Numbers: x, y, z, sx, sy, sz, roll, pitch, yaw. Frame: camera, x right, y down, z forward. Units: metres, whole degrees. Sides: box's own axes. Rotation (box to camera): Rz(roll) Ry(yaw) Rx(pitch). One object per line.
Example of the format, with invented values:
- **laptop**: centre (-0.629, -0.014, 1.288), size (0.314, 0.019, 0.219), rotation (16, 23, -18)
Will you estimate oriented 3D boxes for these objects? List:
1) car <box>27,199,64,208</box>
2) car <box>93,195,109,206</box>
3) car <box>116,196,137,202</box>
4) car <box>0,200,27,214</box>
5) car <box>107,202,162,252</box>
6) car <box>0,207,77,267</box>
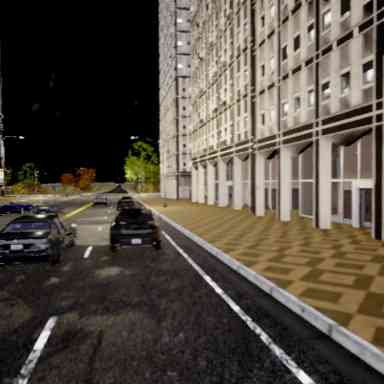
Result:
- **car**: centre (-12.535, 1.343, 29.450), size (2.033, 1.411, 5.357), rotation (-1, 1, -12)
- **car**: centre (-12.445, 1.146, 45.554), size (2.033, 1.411, 5.357), rotation (-1, 1, -12)
- **car**: centre (-6.693, 1.181, 34.101), size (1.837, 1.490, 4.892), rotation (-1, 1, -12)
- **car**: centre (-16.108, 1.422, 30.641), size (1.895, 1.301, 4.718), rotation (-1, 1, -12)
- **car**: centre (-2.338, 1.375, 13.527), size (1.837, 1.490, 4.892), rotation (-1, 1, -12)
- **car**: centre (-5.130, 1.475, 11.217), size (2.033, 1.411, 5.357), rotation (-1, 1, -12)
